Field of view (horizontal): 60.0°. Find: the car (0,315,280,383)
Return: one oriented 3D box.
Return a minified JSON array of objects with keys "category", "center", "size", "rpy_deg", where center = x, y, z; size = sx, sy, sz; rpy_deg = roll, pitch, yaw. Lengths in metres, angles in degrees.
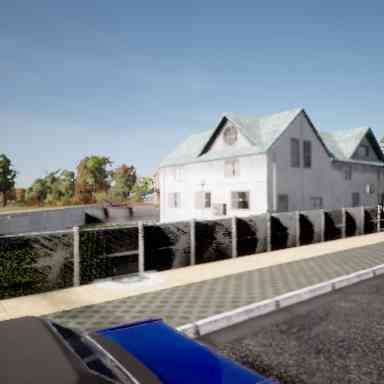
[{"category":"car","center":[-1.704,1.654,1.794],"size":[4.718,1.301,1.895],"rpy_deg":[-1,-1,-37]}]

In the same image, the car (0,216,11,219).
[{"category":"car","center":[-16.718,2.498,27.596],"size":[1.895,1.301,4.718],"rpy_deg":[0,-1,-1]}]
